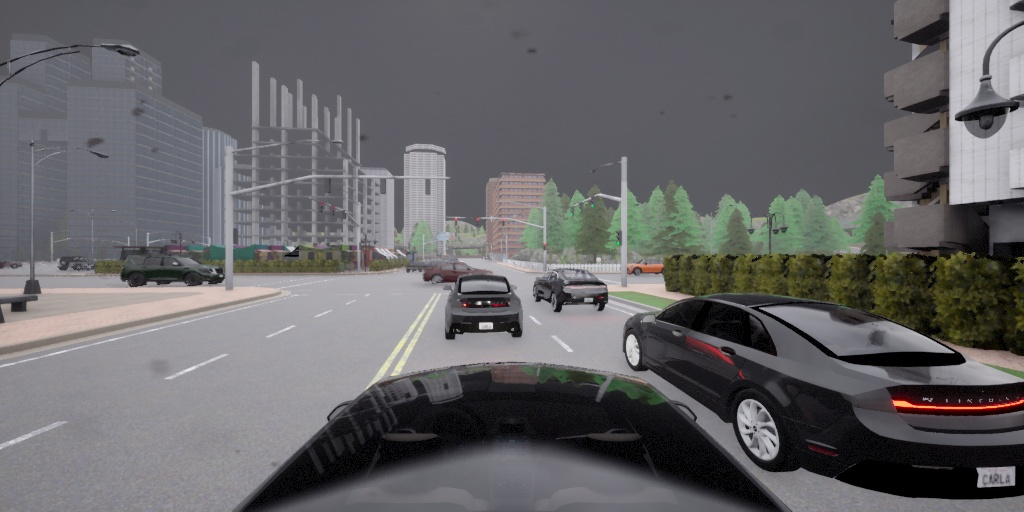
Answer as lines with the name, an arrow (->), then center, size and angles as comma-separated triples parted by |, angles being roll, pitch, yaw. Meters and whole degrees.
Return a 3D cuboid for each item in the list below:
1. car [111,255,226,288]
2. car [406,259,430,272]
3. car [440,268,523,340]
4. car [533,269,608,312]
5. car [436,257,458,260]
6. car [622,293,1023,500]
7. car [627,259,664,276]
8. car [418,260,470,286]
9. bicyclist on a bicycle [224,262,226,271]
car -> -22.077, 0.971, 23.573 | 5.566, 2.045, 2.150 | 0, 0, -5
car -> -12.223, 1.351, 46.082 | 1.895, 1.301, 4.718 | 0, 0, -4
car -> -0.863, 1.255, 10.100 | 1.837, 1.490, 4.892 | 0, 0, -7
car -> 2.132, 1.242, 14.218 | 2.128, 1.511, 4.902 | 0, 0, -9
car -> -9.090, 1.241, 50.069 | 2.128, 1.511, 4.902 | 0, 0, -7
car -> 3.110, 1.255, 4.857 | 1.837, 1.490, 4.892 | 0, 0, -4
car -> 14.035, 1.102, 37.519 | 4.553, 1.767, 2.097 | 0, 0, -5
car -> -3.716, 1.227, 25.204 | 5.008, 1.535, 1.882 | 0, 0, -5
bicyclist on a bicycle -> -29.539, 1.011, 37.401 | 0.582, 1.620, 1.656 | 0, 5, -5
